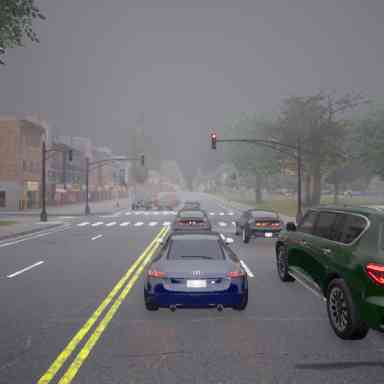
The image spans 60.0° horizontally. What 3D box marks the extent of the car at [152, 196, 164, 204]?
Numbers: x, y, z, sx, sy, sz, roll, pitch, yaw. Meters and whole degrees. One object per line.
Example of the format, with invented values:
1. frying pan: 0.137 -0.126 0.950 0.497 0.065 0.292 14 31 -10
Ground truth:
1. car: -6.665 1.473 64.861 1.812 1.442 4.674 0 1 0

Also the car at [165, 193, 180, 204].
1. car: -3.447 1.270 53.445 2.150 2.045 5.566 0 0 -1

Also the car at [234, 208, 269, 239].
1. car: 3.263 1.581 16.539 1.837 1.490 4.892 0 0 0

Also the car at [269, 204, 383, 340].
1. car: 3.314 1.235 6.677 2.150 2.045 5.566 0 0 0

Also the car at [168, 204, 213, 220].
1. car: 0.010 1.582 16.711 1.837 1.490 4.892 0 0 1

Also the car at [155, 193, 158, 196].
1. car: -6.688 1.256 55.104 2.150 2.045 5.566 0 1 0

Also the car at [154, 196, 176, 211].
1. car: -3.427 1.621 42.918 1.837 1.490 4.892 0 0 0

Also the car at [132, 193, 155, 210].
1. car: -6.685 1.329 44.851 2.150 2.045 5.566 0 0 0

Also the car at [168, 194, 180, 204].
1. car: -3.421 1.307 63.955 2.097 1.767 4.553 0 1 0

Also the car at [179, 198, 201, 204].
1. car: -0.008 1.620 39.747 2.128 1.511 4.902 0 0 3

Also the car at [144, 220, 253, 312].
1. car: 0.066 1.583 7.824 1.994 1.385 4.181 0 0 0
